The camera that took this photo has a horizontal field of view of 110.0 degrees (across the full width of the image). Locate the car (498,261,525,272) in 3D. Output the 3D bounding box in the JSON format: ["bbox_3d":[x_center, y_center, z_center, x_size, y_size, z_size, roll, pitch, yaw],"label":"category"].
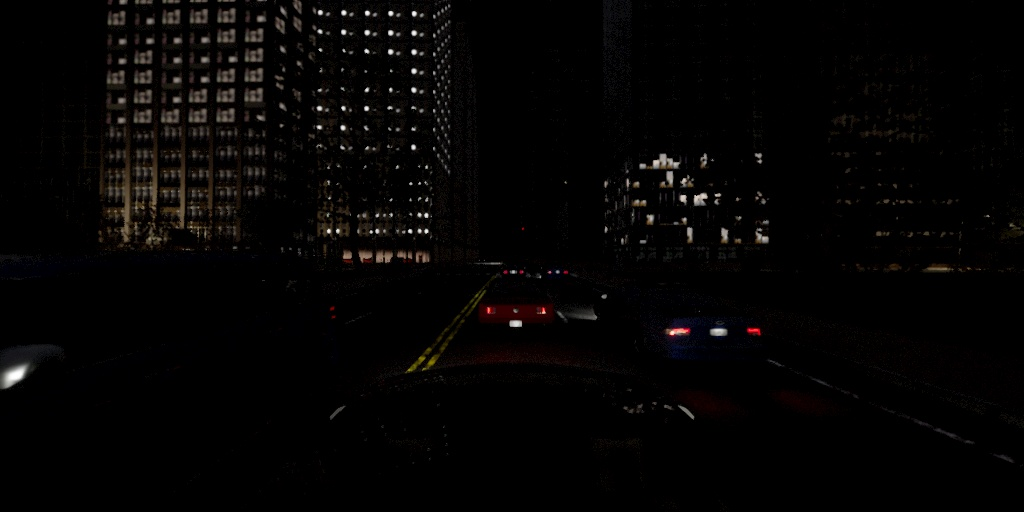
[{"bbox_3d":[0.113,1.221,28.922,2.033,1.411,5.357,0,0,0],"label":"car"}]

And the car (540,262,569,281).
[{"bbox_3d":[3.363,1.221,28.895,2.033,1.411,5.357,0,0,0],"label":"car"}]

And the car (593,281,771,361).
[{"bbox_3d":[3.350,1.281,8.351,2.033,1.411,5.357,0,0,0],"label":"car"}]

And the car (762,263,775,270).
[{"bbox_3d":[39.019,1.272,51.449,5.357,1.411,2.033,0,-1,2],"label":"car"}]

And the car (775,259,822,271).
[{"bbox_3d":[38.997,1.179,48.215,4.902,1.511,2.128,0,-1,2],"label":"car"}]

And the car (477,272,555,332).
[{"bbox_3d":[0.099,1.328,10.808,1.895,1.301,4.718,0,0,0],"label":"car"}]

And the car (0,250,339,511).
[{"bbox_3d":[-3.350,0.969,2.471,2.150,2.045,5.566,0,0,0],"label":"car"}]
